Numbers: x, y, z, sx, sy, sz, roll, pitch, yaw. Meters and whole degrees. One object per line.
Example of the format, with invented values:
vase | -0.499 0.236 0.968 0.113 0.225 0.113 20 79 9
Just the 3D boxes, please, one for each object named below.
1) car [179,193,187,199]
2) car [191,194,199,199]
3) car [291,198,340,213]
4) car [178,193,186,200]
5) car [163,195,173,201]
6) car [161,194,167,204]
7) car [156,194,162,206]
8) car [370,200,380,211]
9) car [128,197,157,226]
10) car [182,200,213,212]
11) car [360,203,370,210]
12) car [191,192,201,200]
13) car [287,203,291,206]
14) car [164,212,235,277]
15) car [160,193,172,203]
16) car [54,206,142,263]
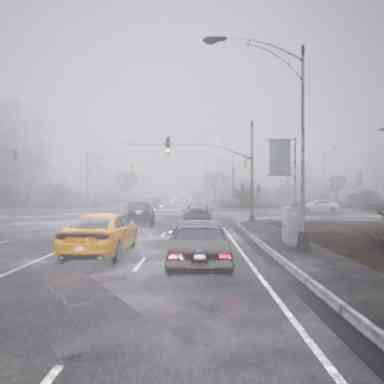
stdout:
car | -2.635 1.124 93.398 1.812 1.442 4.674 0 1 -7
car | 0.858 1.283 93.622 1.895 1.301 4.718 0 1 -4
car | 13.854 1.580 36.710 4.674 1.442 1.812 0 0 -2
car | -2.395 1.373 83.267 1.837 1.490 4.892 0 1 0
car | -5.906 1.423 82.072 2.128 1.511 4.902 0 1 1
car | -6.227 1.571 61.442 1.837 1.490 4.892 0 0 1
car | -6.405 1.554 52.048 2.128 1.511 4.902 0 0 1
car | 22.941 1.582 37.097 4.674 1.442 1.812 0 0 -2
car | -3.781 1.393 23.874 2.097 1.767 4.553 0 0 -8
car | 0.375 1.547 22.837 1.837 1.490 4.892 0 0 1
car | 23.309 1.659 40.619 4.718 1.301 1.895 0 0 -2
car | 1.107 1.107 83.256 2.150 2.045 5.566 0 1 0
car | 13.976 1.535 40.220 5.008 1.535 1.882 0 0 -2
car | 0.207 1.577 10.329 2.033 1.411 5.357 0 0 1
car | -6.045 1.246 71.513 2.150 2.045 5.566 0 0 1
car | -3.266 1.509 12.193 1.882 1.535 5.008 0 0 1
